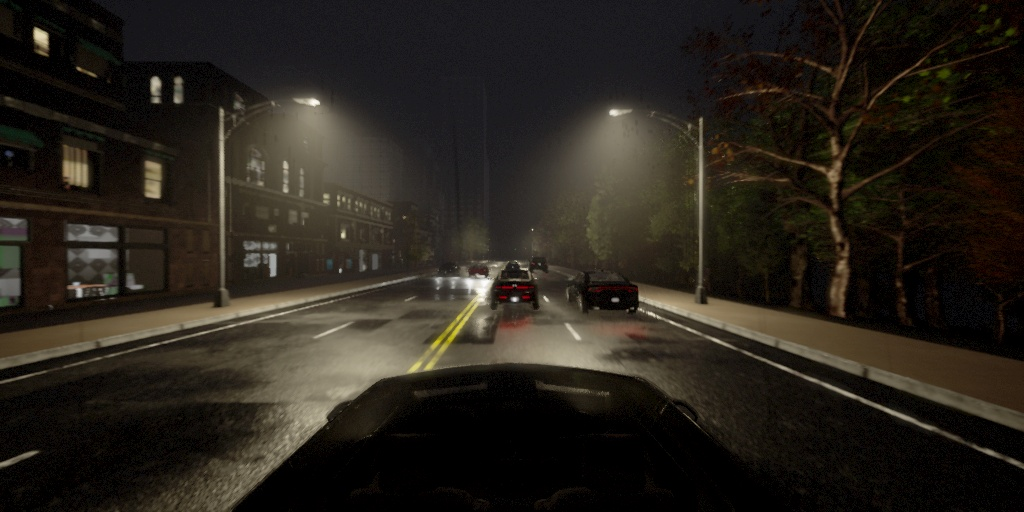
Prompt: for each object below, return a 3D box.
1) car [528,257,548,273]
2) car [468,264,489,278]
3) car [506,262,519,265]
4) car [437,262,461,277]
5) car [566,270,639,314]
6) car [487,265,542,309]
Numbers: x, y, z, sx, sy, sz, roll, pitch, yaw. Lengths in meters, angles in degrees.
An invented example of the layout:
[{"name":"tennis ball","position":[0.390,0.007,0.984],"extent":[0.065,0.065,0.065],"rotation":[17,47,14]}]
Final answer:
[{"name":"car","position":[3.367,1.124,46.434],"extent":[2.150,2.045,5.566],"rotation":[0,0,0]},{"name":"car","position":[-3.325,1.472,36.595],"extent":[1.895,1.301,4.718],"rotation":[0,0,0]},{"name":"car","position":[0.119,1.479,50.426],"extent":[1.994,1.385,4.181],"rotation":[0,0,0]},{"name":"car","position":[-6.570,1.381,37.783],"extent":[1.837,1.490,4.892],"rotation":[0,0,0]},{"name":"car","position":[3.355,1.271,14.102],"extent":[1.882,1.535,5.008],"rotation":[0,0,0]},{"name":"car","position":[0.106,1.304,15.345],"extent":[1.837,1.490,4.892],"rotation":[0,0,0]}]
